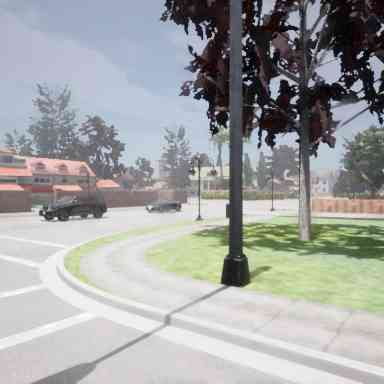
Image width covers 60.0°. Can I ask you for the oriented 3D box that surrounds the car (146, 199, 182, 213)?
[{"bbox_3d":[-3.051,1.491,36.807,2.128,1.511,4.902,0,0,34],"label":"car"}]

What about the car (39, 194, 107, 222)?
[{"bbox_3d":[-9.536,1.222,27.239,2.150,2.045,5.566,0,0,35],"label":"car"}]
